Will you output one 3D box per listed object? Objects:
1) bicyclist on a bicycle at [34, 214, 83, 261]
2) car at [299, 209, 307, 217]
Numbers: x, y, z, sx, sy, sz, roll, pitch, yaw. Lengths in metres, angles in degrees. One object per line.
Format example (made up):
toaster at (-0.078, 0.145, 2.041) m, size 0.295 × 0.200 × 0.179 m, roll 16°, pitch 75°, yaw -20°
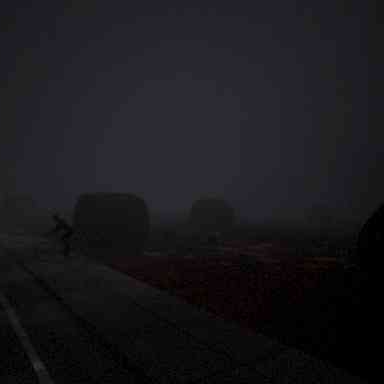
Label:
bicyclist on a bicycle at (-4.682, 1.613, 11.772) m, size 1.656 × 1.620 × 0.582 m, roll 3°, pitch -2°, yaw -36°
car at (24.869, 4.304, 71.044) m, size 3.866 × 1.878 × 1.905 m, roll -1°, pitch 3°, yaw 8°
